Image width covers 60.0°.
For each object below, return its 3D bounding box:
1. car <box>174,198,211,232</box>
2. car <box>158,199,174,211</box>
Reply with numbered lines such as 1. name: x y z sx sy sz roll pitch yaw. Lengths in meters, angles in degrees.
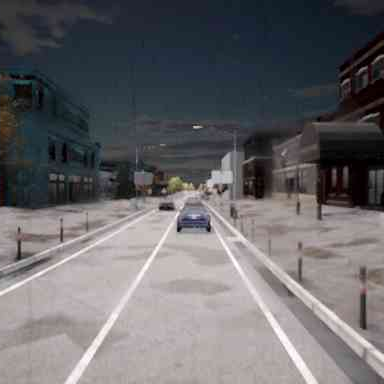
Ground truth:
1. car: 0.116 1.522 21.916 2.097 1.767 4.553 0 0 0
2. car: -3.057 1.571 41.175 2.033 1.411 5.357 0 0 0
